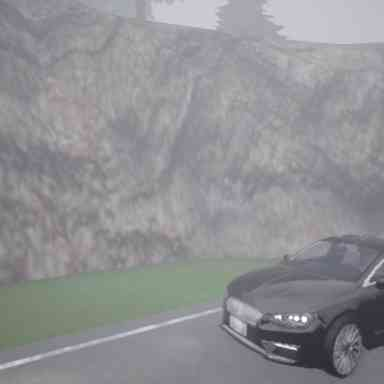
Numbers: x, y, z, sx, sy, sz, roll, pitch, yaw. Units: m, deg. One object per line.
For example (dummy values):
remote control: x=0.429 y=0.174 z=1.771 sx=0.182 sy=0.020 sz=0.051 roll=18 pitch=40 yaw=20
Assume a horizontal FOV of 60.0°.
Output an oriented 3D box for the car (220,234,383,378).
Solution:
car: x=2.791 y=1.508 z=5.506 sx=4.902 sy=1.511 sz=2.128 roll=0 pitch=0 yaw=-27
